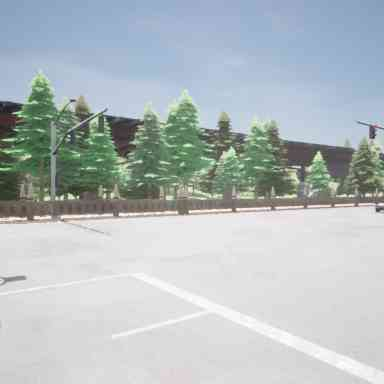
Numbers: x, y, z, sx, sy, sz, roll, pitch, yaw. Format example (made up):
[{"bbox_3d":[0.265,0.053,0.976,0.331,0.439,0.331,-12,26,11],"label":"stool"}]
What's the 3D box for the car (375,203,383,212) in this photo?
[{"bbox_3d":[22.421,1.599,37.265,4.718,1.301,1.895,0,0,-36],"label":"car"}]
